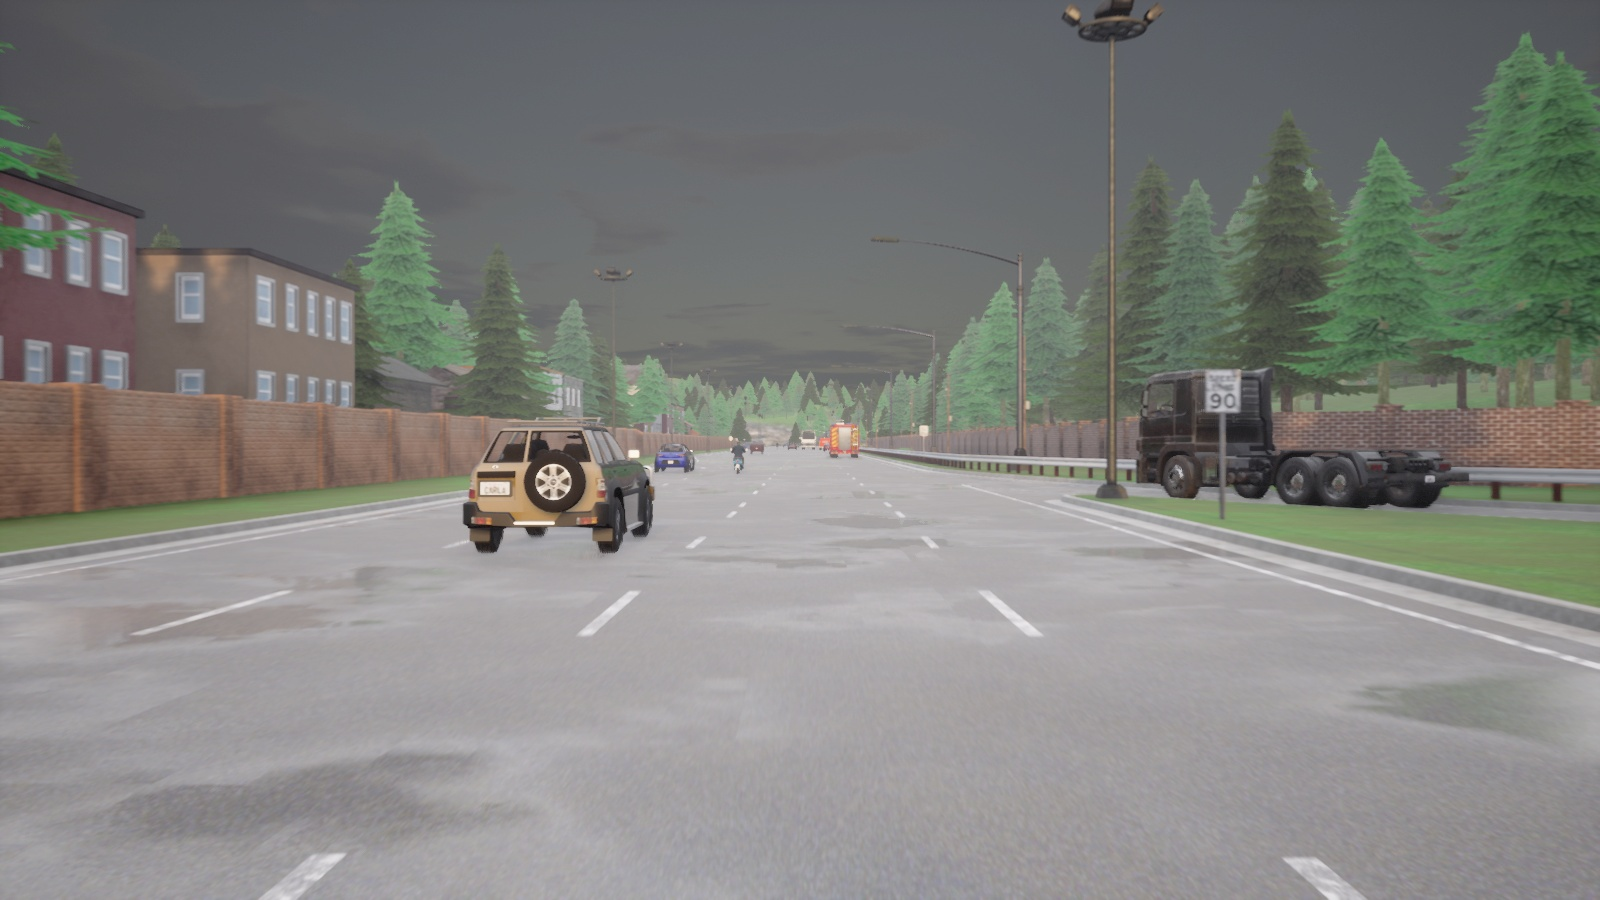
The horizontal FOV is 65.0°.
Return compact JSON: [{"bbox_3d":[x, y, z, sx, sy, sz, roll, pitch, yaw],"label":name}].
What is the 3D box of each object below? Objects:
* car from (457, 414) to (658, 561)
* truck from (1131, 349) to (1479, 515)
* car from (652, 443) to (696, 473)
[{"bbox_3d":[-3.323,0.457,18.144,1.932,1.855,4.605,0,0,1],"label":"car"},{"bbox_3d":[11.813,-0.400,30.403,2.891,3.462,7.936,0,0,-25],"label":"truck"},{"bbox_3d":[-6.425,0.385,64.600,1.816,1.474,4.193,0,0,0],"label":"car"}]
